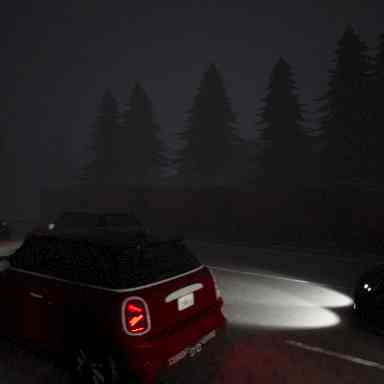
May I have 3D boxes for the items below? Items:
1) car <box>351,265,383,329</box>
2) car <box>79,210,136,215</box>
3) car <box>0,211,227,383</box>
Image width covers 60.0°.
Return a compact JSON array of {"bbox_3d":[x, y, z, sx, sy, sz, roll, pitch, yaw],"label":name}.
[{"bbox_3d":[4.709,1.564,4.929,4.181,1.385,1.994,0,0,36],"label":"car"},{"bbox_3d":[-3.426,1.352,10.728,4.553,1.767,2.097,0,0,35],"label":"car"},{"bbox_3d":[-1.803,1.351,5.270,4.553,1.767,2.097,0,0,35],"label":"car"}]
